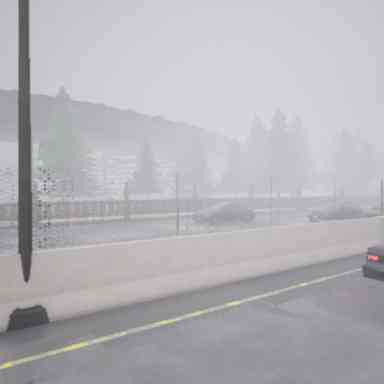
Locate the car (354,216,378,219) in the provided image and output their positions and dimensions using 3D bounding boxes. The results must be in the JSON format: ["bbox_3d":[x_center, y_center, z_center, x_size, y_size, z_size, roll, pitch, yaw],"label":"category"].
[{"bbox_3d":[12.488,1.422,20.803,4.181,1.385,1.994,0,0,-30],"label":"car"}]

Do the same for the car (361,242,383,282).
[{"bbox_3d":[6.350,1.484,8.272,5.357,1.411,2.033,0,0,-35],"label":"car"}]
